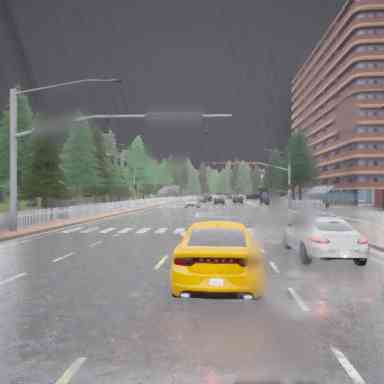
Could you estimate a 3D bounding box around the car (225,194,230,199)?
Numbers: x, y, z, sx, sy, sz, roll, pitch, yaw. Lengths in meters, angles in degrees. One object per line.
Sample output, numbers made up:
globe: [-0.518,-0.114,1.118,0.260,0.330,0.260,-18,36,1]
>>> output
car: [9.484,1.336,90.892,2.097,1.767,4.553,0,0,34]

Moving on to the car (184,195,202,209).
car: [0.037,1.531,45.580,1.812,1.442,4.674,0,0,5]

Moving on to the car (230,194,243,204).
car: [8.854,1.505,64.961,1.837,1.490,4.892,0,0,5]

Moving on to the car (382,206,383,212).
car: [22.452,1.560,34.514,4.892,1.490,1.837,0,0,5]

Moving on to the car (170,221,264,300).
car: [0.657,1.478,8.488,1.882,1.535,5.008,0,0,5]

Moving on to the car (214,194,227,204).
car: [5.234,1.601,63.668,1.895,1.301,4.718,0,0,5]

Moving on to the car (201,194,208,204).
car: [1.640,1.525,64.483,1.812,1.442,4.674,0,0,5]

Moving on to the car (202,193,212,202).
car: [3.221,1.225,76.847,2.150,2.045,5.566,0,0,13]

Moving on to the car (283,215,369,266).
car: [4.436,1.526,11.521,1.812,1.442,4.674,0,0,5]
